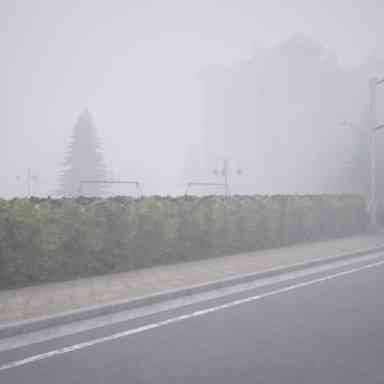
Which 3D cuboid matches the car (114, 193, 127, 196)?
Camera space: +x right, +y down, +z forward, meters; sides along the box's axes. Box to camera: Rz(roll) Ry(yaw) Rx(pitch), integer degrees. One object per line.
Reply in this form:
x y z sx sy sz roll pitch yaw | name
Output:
-11.224 1.210 51.925 2.150 2.045 5.566 0 0 -37 | car

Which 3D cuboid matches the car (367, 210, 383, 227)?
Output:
12.878 1.587 19.872 1.895 1.301 4.718 0 0 -35 | car

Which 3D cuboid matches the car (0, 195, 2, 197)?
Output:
-40.256 1.374 67.276 3.633 1.501 1.845 0 0 -37 | car
